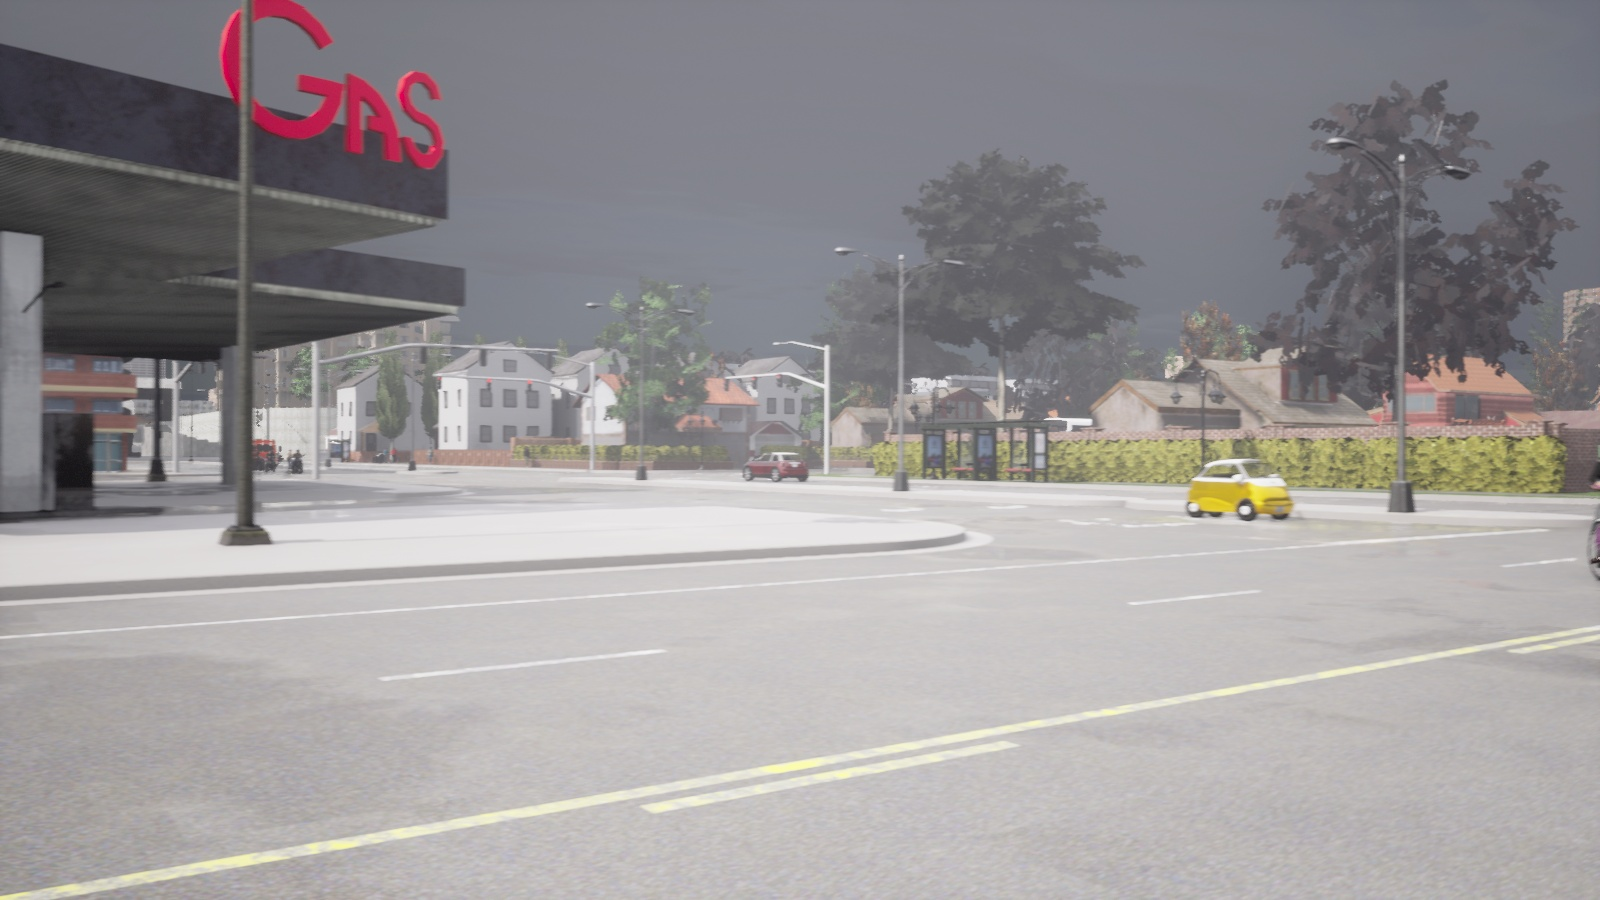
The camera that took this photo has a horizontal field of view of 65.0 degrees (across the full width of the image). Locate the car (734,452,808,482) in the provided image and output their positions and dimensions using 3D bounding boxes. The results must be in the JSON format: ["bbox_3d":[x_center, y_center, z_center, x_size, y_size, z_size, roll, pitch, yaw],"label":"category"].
[{"bbox_3d":[-1.489,0.839,63.952,1.970,1.475,3.806,0,0,-35],"label":"car"}]

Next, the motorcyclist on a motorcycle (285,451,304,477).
[{"bbox_3d":[-33.690,0.916,83.676,0.766,1.649,2.350,0,0,-33],"label":"motorcyclist on a motorcycle"}]

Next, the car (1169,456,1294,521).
[{"bbox_3d":[9.681,0.839,28.227,1.481,1.376,2.207,0,-1,-35],"label":"car"}]

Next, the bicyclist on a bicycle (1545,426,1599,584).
[{"bbox_3d":[9.581,0.629,14.973,1.843,1.776,0.659,0,-1,-42],"label":"bicyclist on a bicycle"}]
